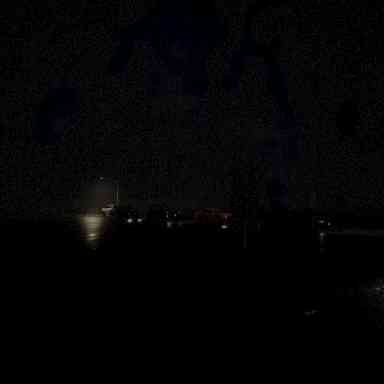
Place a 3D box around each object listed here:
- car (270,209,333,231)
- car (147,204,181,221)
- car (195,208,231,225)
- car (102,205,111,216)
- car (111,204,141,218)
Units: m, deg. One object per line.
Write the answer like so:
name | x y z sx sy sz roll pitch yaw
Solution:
car | 8.117 2.045 25.035 1.837 1.490 4.892 1 -3 -35
car | -3.579 2.502 41.510 2.150 2.045 5.566 1 -3 -35
car | 2.307 2.383 33.236 1.882 1.535 5.008 1 -3 -36
car | -15.004 3.442 62.631 2.150 2.045 5.566 1 -3 -36
car | -9.783 2.903 50.305 2.150 2.045 5.566 1 -3 -35
